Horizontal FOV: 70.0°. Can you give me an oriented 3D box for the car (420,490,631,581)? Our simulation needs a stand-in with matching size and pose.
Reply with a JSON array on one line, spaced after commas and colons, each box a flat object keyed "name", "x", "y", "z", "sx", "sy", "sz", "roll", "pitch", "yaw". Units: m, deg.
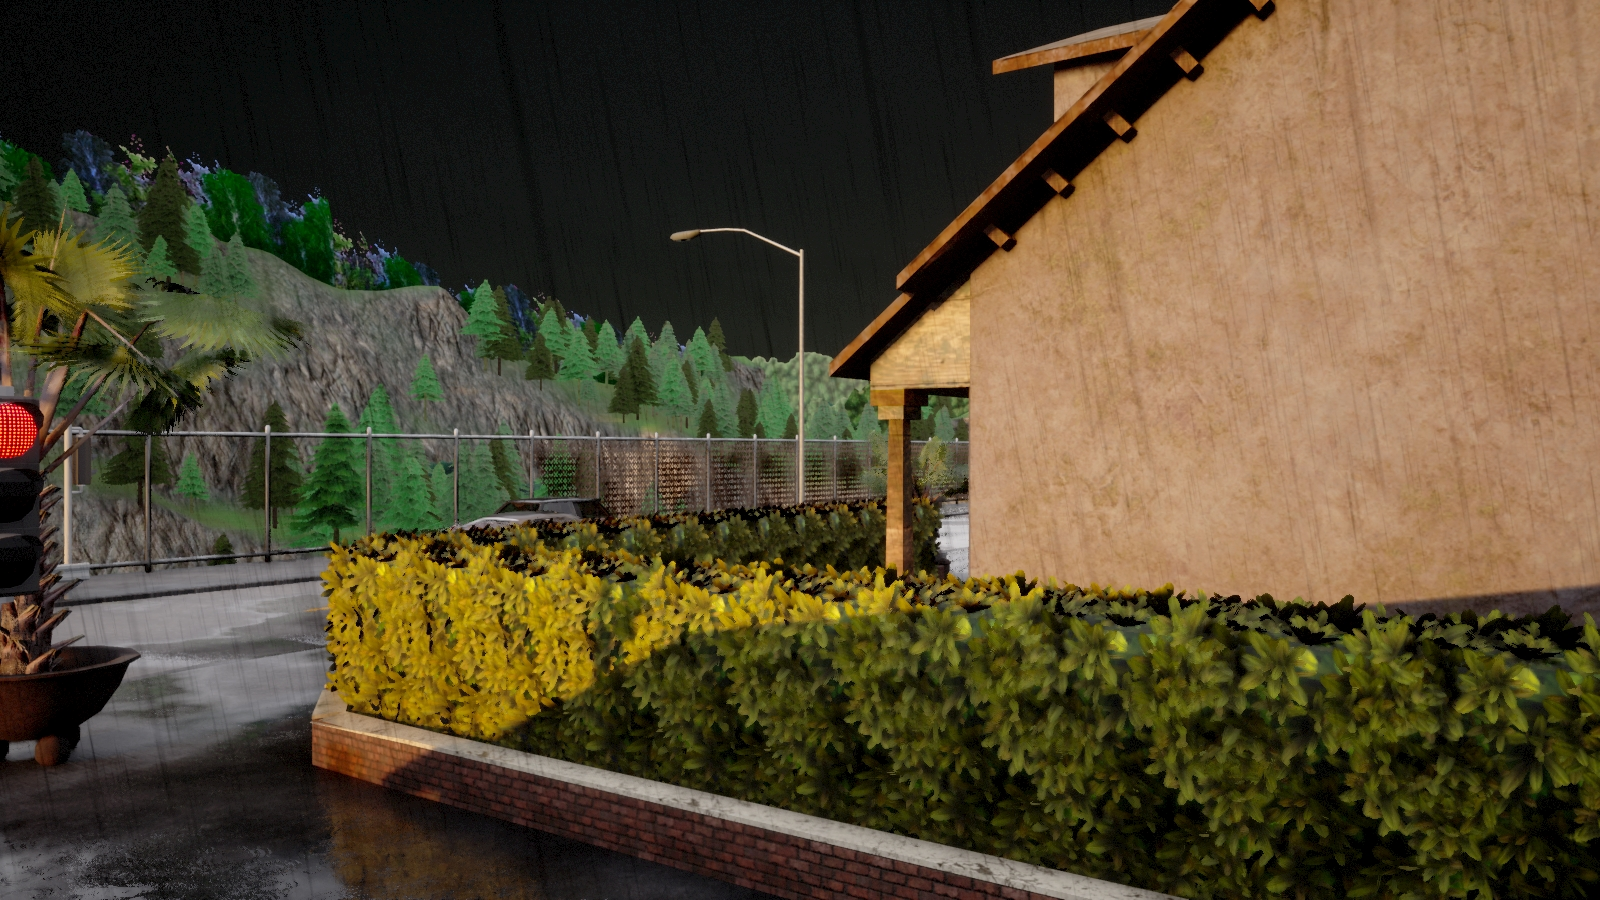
[{"name": "car", "x": -6.312, "y": 1.906, "z": 26.765, "sx": 2.097, "sy": 1.767, "sz": 4.553, "roll": 0, "pitch": 0, "yaw": 35}]
